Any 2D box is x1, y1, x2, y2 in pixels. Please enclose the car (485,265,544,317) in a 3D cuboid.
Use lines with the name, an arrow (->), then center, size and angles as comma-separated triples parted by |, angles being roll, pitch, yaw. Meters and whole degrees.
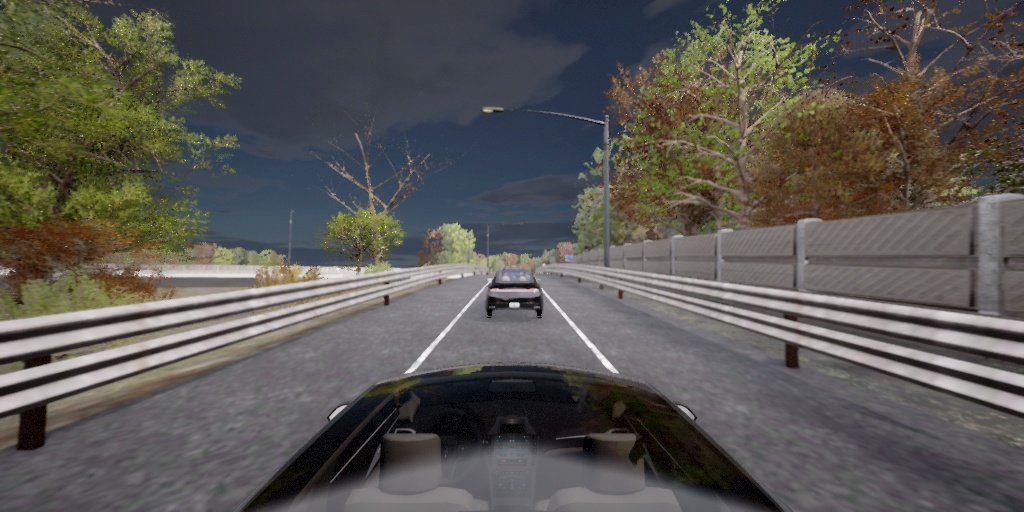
car -> 0.083, 1.224, 12.995 | 2.128, 1.511, 4.902 | 0, 0, 0
